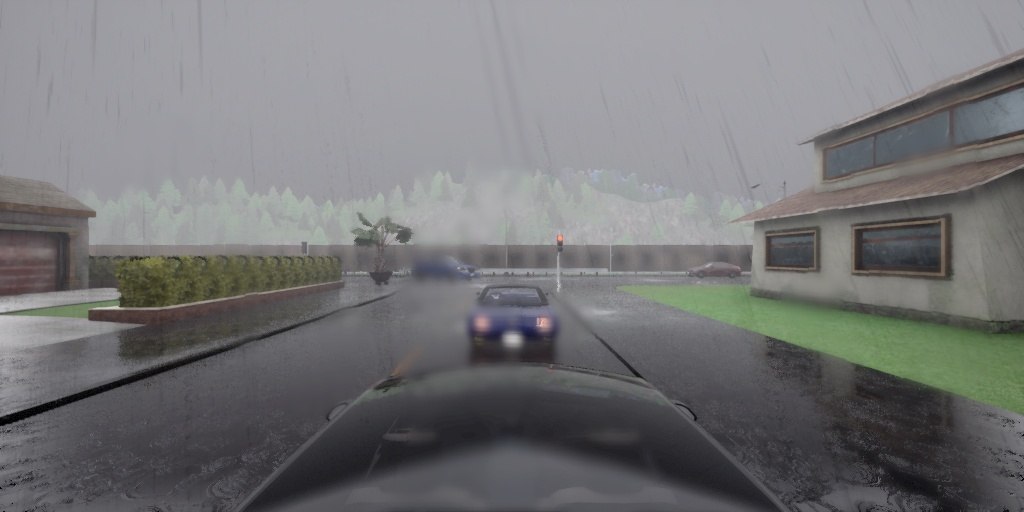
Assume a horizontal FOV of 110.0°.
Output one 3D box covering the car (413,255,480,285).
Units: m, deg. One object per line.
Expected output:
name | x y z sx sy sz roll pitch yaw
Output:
car | -4.948 0.973 26.584 5.566 2.045 2.150 0 -2 36

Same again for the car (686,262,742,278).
car | 18.535 1.276 33.017 4.674 1.442 1.812 0 0 0

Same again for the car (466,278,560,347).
car | 0.042 1.351 9.295 1.895 1.301 4.718 0 0 1
